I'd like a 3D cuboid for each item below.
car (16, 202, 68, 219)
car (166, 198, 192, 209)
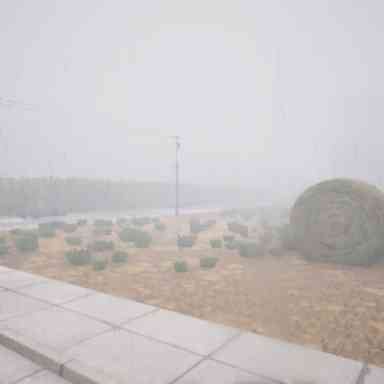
[{"bbox_3d":[-13.069,1.604,29.229,1.994,1.385,4.181,0,0,33],"label":"car"},{"bbox_3d":[-1.700,1.569,46.888,1.812,1.442,4.674,0,0,33],"label":"car"}]
